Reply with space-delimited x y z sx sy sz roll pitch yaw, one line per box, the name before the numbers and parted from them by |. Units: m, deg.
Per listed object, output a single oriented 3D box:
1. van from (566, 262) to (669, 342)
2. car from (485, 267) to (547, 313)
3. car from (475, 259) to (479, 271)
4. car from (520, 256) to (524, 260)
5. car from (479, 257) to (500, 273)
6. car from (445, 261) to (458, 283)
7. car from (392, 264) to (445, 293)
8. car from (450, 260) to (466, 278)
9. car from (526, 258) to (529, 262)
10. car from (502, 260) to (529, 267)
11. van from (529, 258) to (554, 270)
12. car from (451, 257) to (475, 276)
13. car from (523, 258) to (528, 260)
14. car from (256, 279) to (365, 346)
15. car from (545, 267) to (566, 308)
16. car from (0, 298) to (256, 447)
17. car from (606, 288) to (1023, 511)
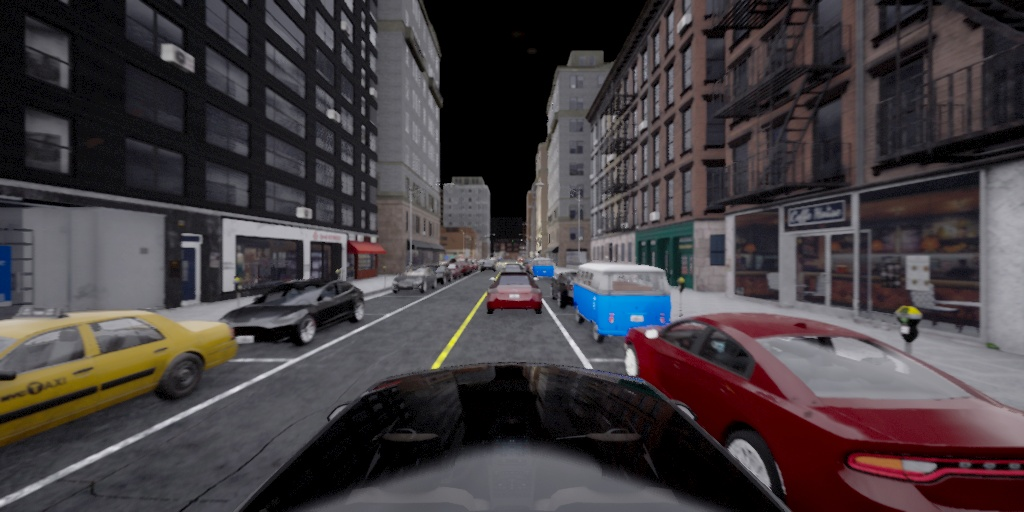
van | 2.638 1.082 9.429 1.690 1.789 3.998 0 0 0
car | 0.086 1.300 13.935 1.994 1.385 4.181 0 0 0
car | -5.386 1.141 41.886 1.967 1.591 4.097 0 0 0
car | 2.752 1.035 56.777 2.097 1.767 4.553 0 0 0
car | -2.837 1.205 43.550 1.837 1.490 4.892 0 0 0
car | -5.386 1.287 25.657 1.948 1.339 4.313 0 0 0
car | -5.387 1.279 20.248 2.007 1.370 4.403 0 0 0
car | -5.386 1.297 31.067 1.802 1.307 4.207 0 0 0
car | 2.639 1.233 36.646 1.751 1.417 4.829 0 0 0
car | 0.089 1.280 29.392 1.994 1.385 4.181 0 0 0
van | 2.639 1.055 31.066 1.690 1.789 3.998 0 0 0
car | -5.386 1.023 36.476 2.192 1.841 5.009 0 0 0
car | 2.639 1.141 41.885 1.967 1.591 4.097 0 0 0
car | -5.387 1.308 9.429 1.948 1.339 4.313 0 0 0
car | 2.638 1.301 14.838 1.948 1.339 4.313 0 0 0
car | -5.387 1.273 3.849 1.751 1.417 4.829 0 0 0
car | 2.638 1.292 4.019 1.888 1.381 4.507 0 0 0
